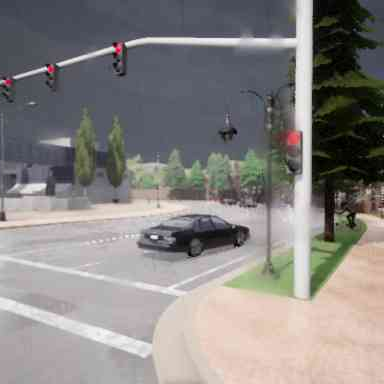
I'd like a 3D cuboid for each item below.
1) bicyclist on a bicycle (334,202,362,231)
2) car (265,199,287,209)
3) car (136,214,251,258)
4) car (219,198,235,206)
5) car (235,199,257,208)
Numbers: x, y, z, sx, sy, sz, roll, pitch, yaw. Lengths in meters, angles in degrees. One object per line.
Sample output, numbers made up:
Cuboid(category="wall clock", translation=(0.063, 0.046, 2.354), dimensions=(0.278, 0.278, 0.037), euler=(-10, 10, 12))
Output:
Cuboid(category="bicyclist on a bicycle", translation=(9.037, 1.442, 19.511), dimensions=(1.656, 1.620, 0.582), euler=(0, 0, 30))
Cuboid(category="car", translation=(12.405, 1.790, 49.418), dimensions=(2.033, 1.411, 5.357), euler=(1, 0, -3))
Cuboid(category="car", translation=(0.295, 1.584, 13.114), dimensions=(2.033, 1.411, 5.357), euler=(0, 0, 39))
Cuboid(category="car", translation=(6.617, 1.815, 61.800), dimensions=(1.895, 1.301, 4.718), euler=(1, 0, -19))
Cuboid(category="car", translation=(8.650, 1.775, 51.952), dimensions=(1.994, 1.385, 4.181), euler=(1, 0, -6))
